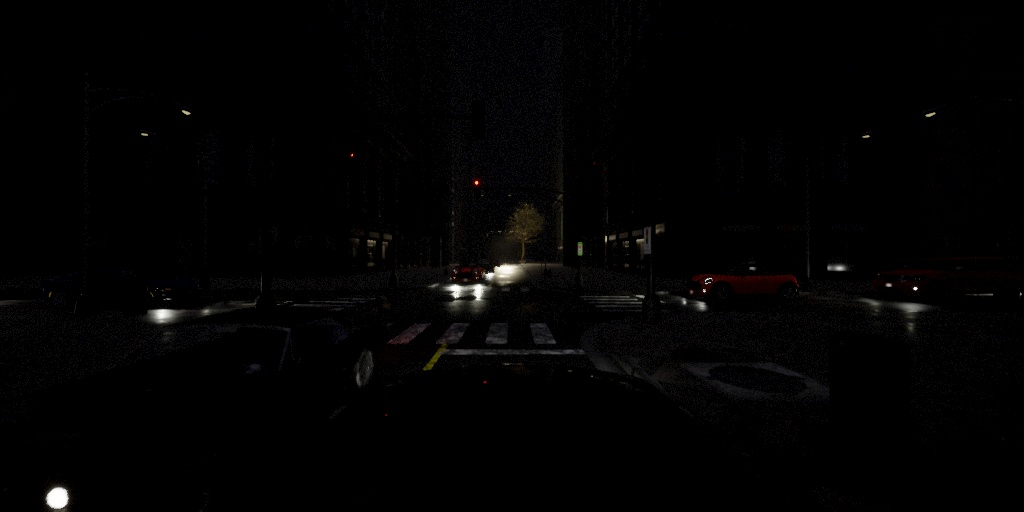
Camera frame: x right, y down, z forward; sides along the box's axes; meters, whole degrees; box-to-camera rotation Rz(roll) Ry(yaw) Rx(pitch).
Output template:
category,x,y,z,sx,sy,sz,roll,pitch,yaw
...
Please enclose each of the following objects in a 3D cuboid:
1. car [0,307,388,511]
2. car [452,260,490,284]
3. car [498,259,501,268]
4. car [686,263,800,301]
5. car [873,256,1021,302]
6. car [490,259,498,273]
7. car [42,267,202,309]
category,x,y,z,sx,sy,sz,roll,pitch,yaw
car,-3.098,1.351,4.017,1.895,1.301,4.718,0,0,0
car,-3.155,1.102,27.136,2.097,1.767,4.553,0,0,2
car,-2.972,1.260,62.583,1.882,1.535,5.008,0,0,0
car,10.789,1.138,17.048,4.553,1.767,2.097,0,0,0
car,20.690,1.038,17.034,5.566,2.045,2.150,0,0,1
car,-3.071,1.319,42.421,1.994,1.385,4.181,0,0,0
car,-14.903,1.177,13.863,5.008,1.535,1.882,0,0,2
